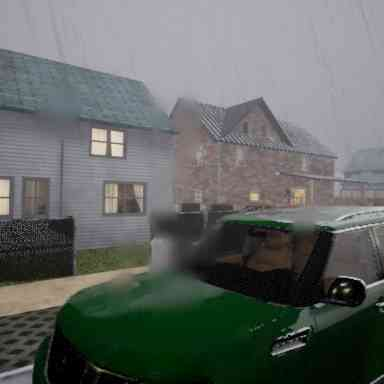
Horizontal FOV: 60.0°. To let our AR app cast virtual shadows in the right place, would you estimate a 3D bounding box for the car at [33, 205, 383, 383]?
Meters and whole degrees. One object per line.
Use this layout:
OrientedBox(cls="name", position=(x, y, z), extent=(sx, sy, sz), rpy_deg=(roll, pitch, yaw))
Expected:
OrientedBox(cls="car", position=(1.223, 1.223, 3.939), extent=(5.566, 2.045, 2.150), rpy_deg=(0, 0, -35))
